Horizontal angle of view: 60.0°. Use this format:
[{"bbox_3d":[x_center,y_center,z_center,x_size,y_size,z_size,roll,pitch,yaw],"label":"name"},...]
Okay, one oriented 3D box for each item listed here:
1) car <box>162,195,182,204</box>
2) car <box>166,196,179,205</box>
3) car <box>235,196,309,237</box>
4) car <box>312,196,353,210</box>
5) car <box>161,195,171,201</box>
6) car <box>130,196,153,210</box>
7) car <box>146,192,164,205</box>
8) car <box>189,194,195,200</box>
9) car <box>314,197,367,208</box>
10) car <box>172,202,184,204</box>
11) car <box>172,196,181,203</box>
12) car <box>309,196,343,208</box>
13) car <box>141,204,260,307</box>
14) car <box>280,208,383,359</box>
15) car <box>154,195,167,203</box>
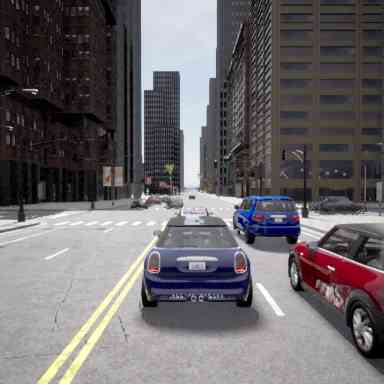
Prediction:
[{"bbox_3d":[-2.290,1.495,43.394,1.812,1.442,4.674,0,0,-15],"label":"car"},{"bbox_3d":[-3.346,1.510,58.626,2.033,1.411,5.357,0,0,0],"label":"car"},{"bbox_3d":[3.349,1.211,15.863,2.150,2.045,5.566,0,0,-2],"label":"car"},{"bbox_3d":[16.670,1.324,39.608,4.097,1.590,1.967,0,1,0],"label":"car"},{"bbox_3d":[-6.518,1.478,82.562,2.128,1.511,4.902,0,0,0],"label":"car"},{"bbox_3d":[-6.608,1.534,42.627,1.994,1.385,4.181,0,0,0],"label":"car"},{"bbox_3d":[-6.596,1.314,57.915,2.097,1.767,4.553,0,0,0],"label":"car"},{"bbox_3d":[-0.020,1.458,92.264,1.837,1.490,4.892,0,0,0],"label":"car"},{"bbox_3d":[15.309,1.497,33.802,4.674,1.442,1.812,0,1,1],"label":"car"},{"bbox_3d":[0.089,1.480,17.048,2.128,1.511,4.902,0,0,0],"label":"car"},{"bbox_3d":[-3.265,1.554,70.995,1.895,1.301,4.718,0,0,0],"label":"car"},{"bbox_3d":[15.345,1.278,36.907,4.553,1.767,2.097,0,1,-1],"label":"car"},{"bbox_3d":[0.094,1.348,8.111,2.097,1.767,4.553,0,0,0],"label":"car"},{"bbox_3d":[3.344,1.349,6.152,2.097,1.767,4.553,0,0,0],"label":"car"},{"bbox_3d":[-6.515,1.462,69.112,2.128,1.511,4.902,0,0,0],"label":"car"}]
